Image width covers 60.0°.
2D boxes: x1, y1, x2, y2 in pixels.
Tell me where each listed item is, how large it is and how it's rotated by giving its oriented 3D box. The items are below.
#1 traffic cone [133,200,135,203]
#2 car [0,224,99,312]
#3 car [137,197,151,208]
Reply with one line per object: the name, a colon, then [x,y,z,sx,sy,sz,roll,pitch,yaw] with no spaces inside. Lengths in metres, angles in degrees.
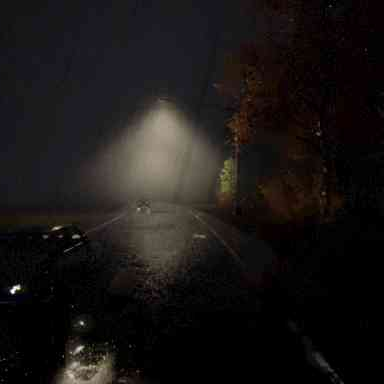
traffic cone: [-12.042,2.196,70.675,0.340,0.580,0.340,0,0,-11]
car: [-3.741,1.540,8.116,2.033,1.411,5.357,0,0,-1]
car: [-7.383,1.614,51.250,1.837,1.490,4.892,0,-1,-8]
